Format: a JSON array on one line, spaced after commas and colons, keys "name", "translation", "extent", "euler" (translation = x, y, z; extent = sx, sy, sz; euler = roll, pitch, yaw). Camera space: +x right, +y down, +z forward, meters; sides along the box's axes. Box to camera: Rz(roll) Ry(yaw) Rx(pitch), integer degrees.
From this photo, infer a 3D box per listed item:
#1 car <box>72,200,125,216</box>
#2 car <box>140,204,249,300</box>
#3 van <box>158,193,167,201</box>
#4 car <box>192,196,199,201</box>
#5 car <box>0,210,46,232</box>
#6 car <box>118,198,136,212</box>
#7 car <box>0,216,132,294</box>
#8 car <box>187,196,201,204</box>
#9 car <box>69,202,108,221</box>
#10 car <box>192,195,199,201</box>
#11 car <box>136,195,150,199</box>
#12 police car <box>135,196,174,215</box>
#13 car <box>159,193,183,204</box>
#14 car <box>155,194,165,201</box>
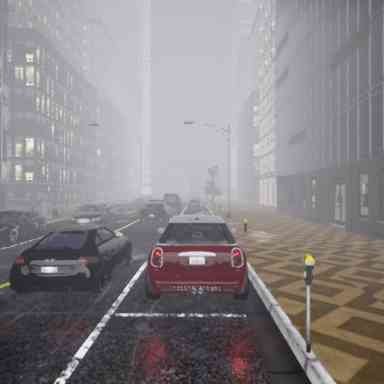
[{"name": "car", "translation": [-5.889, 1.478, 20.472], "extent": [2.128, 1.511, 4.902], "euler": [0, 0, 1]}, {"name": "car", "translation": [0.134, 1.349, 8.582], "extent": [2.097, 1.767, 4.553], "euler": [0, 0, 1]}, {"name": "van", "translation": [-7.442, 1.256, 84.202], "extent": [1.690, 1.788, 3.998], "euler": [0, 0, 1]}, {"name": "car", "translation": [0.843, 1.510, 78.360], "extent": [1.802, 1.307, 4.206], "euler": [0, 0, 1]}, {"name": "car", "translation": [-8.550, 1.554, 15.904], "extent": [1.947, 1.339, 4.313], "euler": [0, 0, 1]}, {"name": "car", "translation": [-8.181, 1.521, 38.670], "extent": [2.008, 1.369, 4.403], "euler": [0, 0, 1]}, {"name": "car", "translation": [-2.877, 1.559, 8.798], "extent": [1.994, 1.385, 4.181], "euler": [0, 0, 1]}, {"name": "car", "translation": [0.291, 1.535, 44.213], "extent": [1.947, 1.339, 4.313], "euler": [0, 0, 1]}, {"name": "car", "translation": [-8.365, 1.562, 27.286], "extent": [1.802, 1.307, 4.206], "euler": [0, 0, 1]}, {"name": "car", "translation": [0.938, 1.445, 84.221], "extent": [1.752, 1.417, 4.829], "euler": [0, 0, 1]}, {"name": "car", "translation": [-7.997, 1.504, 50.053], "extent": [1.887, 1.381, 4.507], "euler": [0, 0, 1]}, {"name": "police car", "translation": [-2.708, 1.409, 25.364], "extent": [1.930, 1.638, 5.238], "euler": [0, 0, 1]}, {"name": "car", "translation": [-2.377, 1.193, 40.255], "extent": [2.150, 2.045, 5.566], "euler": [0, 0, 0]}, {"name": "car", "translation": [-7.535, 1.364, 78.509], "extent": [1.967, 1.590, 4.097], "euler": [0, 0, 1]}]
